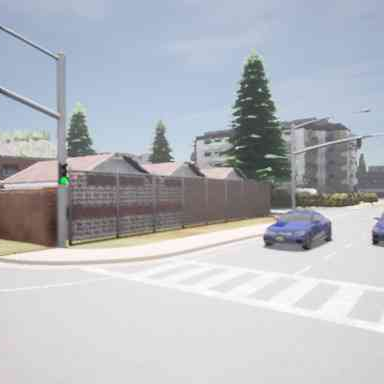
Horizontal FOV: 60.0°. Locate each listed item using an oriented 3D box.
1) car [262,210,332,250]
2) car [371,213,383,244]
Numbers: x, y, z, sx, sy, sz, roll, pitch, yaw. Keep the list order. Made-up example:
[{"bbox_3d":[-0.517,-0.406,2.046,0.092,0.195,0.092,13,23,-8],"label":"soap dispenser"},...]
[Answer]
[{"bbox_3d":[4.826,1.565,14.807,1.812,1.442,4.674,-1,0,38],"label":"car"},{"bbox_3d":[9.521,1.534,15.164,1.812,1.442,4.674,-1,0,38],"label":"car"}]
